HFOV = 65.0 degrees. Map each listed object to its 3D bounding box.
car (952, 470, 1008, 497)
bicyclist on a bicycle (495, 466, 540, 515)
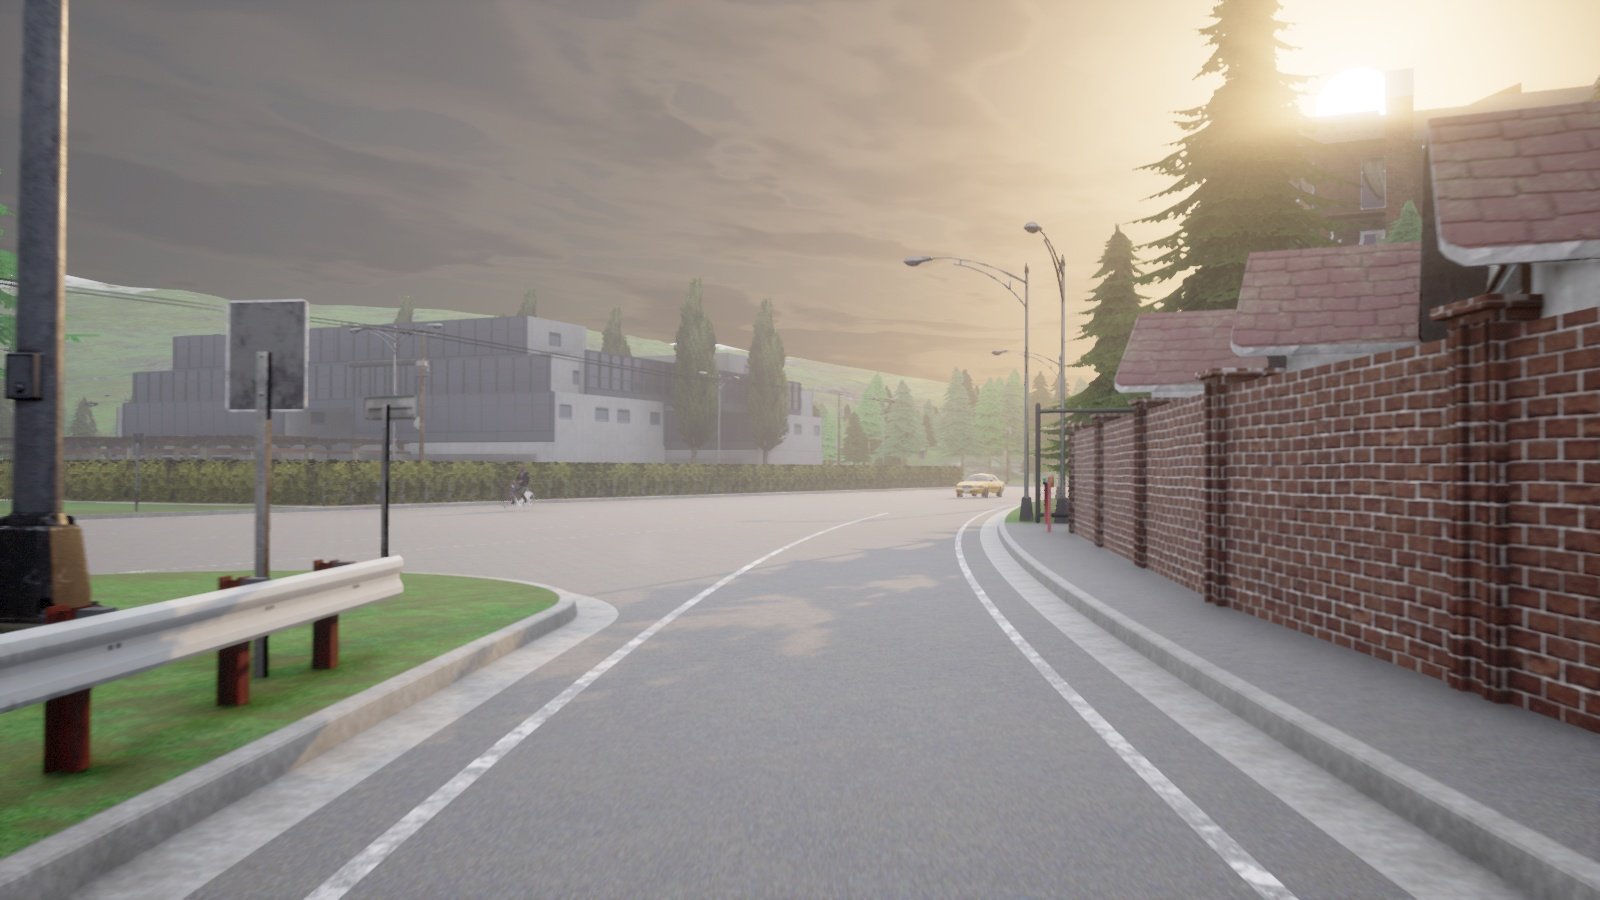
[{"bbox_3d":[10.923,1.982,75.880,1.801,1.575,5.366,-1,-1,25],"label":"car"},{"bbox_3d":[-10.514,1.509,46.796,0.659,1.776,1.843,-1,-1,25],"label":"bicyclist on a bicycle"}]
